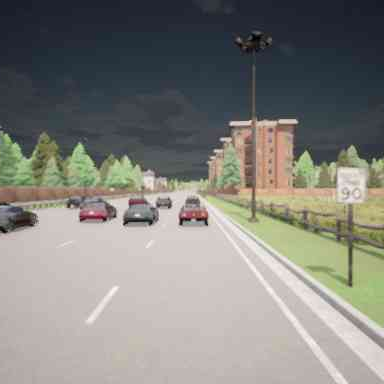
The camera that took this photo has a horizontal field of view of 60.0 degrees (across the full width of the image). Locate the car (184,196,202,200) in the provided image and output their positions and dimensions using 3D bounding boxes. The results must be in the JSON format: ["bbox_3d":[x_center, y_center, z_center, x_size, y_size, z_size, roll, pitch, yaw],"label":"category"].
[{"bbox_3d":[0.100,1.237,41.043,1.837,1.490,4.892,0,0,0],"label":"car"}]

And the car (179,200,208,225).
[{"bbox_3d":[0.100,1.451,22.865,1.895,1.301,4.718,0,0,0],"label":"car"}]

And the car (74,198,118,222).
[{"bbox_3d":[-6.900,1.402,24.849,1.994,1.385,4.181,0,0,0],"label":"car"}]

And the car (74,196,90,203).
[{"bbox_3d":[-10.400,1.316,35.506,2.033,1.411,5.357,0,0,0],"label":"car"}]

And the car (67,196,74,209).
[{"bbox_3d":[-13.901,1.237,41.072,1.837,1.490,4.892,0,0,0],"label":"car"}]

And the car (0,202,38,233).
[{"bbox_3d":[-10.400,1.442,18.630,1.994,1.385,4.181,0,0,0],"label":"car"}]

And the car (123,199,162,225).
[{"bbox_3d":[-3.399,1.415,22.716,1.994,1.385,4.181,0,0,0],"label":"car"}]

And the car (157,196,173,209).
[{"bbox_3d":[-3.400,1.224,40.972,2.128,1.511,4.902,0,0,0],"label":"car"}]

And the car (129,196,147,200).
[{"bbox_3d":[-6.898,1.200,42.603,1.882,1.535,5.008,0,0,0],"label":"car"}]
